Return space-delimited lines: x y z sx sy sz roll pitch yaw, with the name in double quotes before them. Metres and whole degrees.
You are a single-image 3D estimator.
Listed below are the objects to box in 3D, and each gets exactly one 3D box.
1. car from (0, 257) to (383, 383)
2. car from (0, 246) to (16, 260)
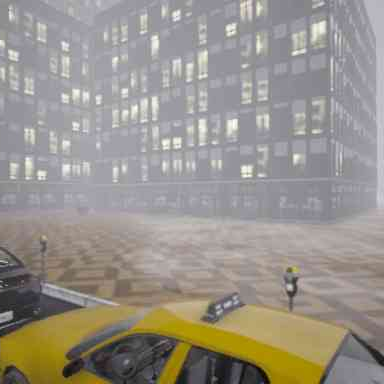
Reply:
"car" 0.037 1.527 2.820 4.829 1.417 1.752 0 0 36
"car" -4.459 1.560 6.021 4.403 1.369 2.008 0 0 36
